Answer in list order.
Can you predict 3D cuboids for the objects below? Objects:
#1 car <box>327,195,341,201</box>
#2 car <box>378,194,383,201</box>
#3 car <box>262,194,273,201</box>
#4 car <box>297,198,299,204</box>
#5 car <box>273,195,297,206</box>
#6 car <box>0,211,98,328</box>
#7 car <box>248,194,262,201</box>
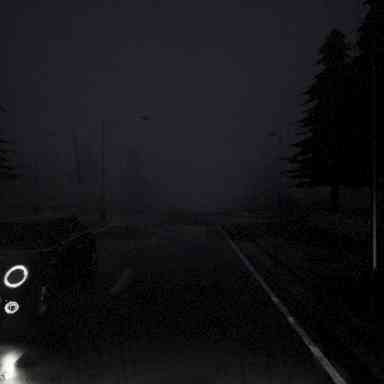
[{"bbox_3d":[28.918,1.165,68.008,1.845,1.501,3.633,0,0,0],"label":"car"},{"bbox_3d":[38.911,1.136,67.895,2.007,1.523,4.514,0,0,0],"label":"car"},{"bbox_3d":[17.126,1.169,75.764,2.152,1.636,5.027,0,0,0],"label":"car"},{"bbox_3d":[16.849,1.260,57.100,1.970,1.475,3.806,0,0,0],"label":"car"},{"bbox_3d":[13.817,1.266,49.700,1.845,1.501,3.633,0,0,0],"label":"car"},{"bbox_3d":[-3.603,1.340,7.196,2.097,1.767,4.553,0,0,0],"label":"car"},{"bbox_3d":[13.989,1.181,75.734,2.007,1.523,4.514,0,0,0],"label":"car"}]
